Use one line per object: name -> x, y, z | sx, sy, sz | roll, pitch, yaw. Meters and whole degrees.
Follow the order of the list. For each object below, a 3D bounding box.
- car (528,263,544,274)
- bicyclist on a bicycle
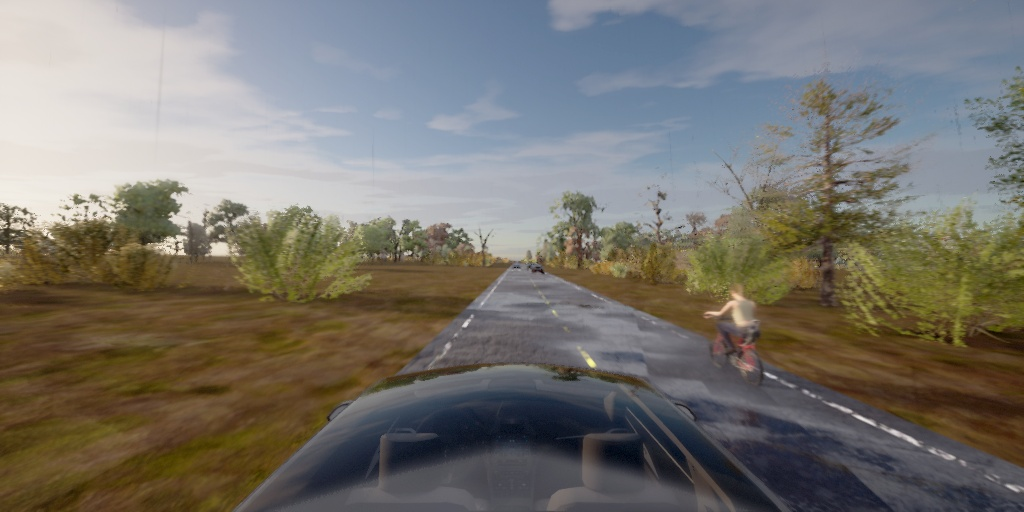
car -> 3.770, 1.912, 54.446 | 1.837, 1.490, 4.892 | 1, 0, 1
bicyclist on a bicycle -> 3.859, 1.281, 6.235 | 0.866, 1.612, 1.509 | 1, -1, 1
